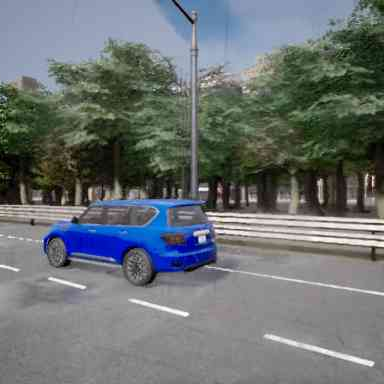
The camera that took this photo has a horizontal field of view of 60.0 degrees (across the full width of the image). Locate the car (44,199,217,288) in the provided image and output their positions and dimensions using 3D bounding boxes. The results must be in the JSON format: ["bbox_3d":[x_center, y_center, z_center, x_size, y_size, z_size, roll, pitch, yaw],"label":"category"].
[{"bbox_3d":[-1.938,1.226,9.559,5.566,2.045,2.150,0,0,36],"label":"car"}]
